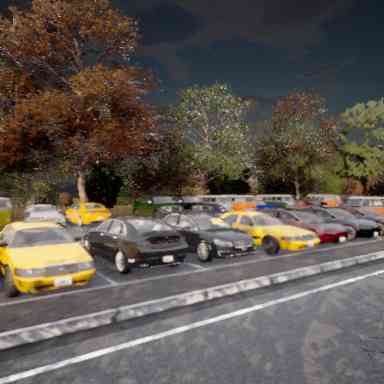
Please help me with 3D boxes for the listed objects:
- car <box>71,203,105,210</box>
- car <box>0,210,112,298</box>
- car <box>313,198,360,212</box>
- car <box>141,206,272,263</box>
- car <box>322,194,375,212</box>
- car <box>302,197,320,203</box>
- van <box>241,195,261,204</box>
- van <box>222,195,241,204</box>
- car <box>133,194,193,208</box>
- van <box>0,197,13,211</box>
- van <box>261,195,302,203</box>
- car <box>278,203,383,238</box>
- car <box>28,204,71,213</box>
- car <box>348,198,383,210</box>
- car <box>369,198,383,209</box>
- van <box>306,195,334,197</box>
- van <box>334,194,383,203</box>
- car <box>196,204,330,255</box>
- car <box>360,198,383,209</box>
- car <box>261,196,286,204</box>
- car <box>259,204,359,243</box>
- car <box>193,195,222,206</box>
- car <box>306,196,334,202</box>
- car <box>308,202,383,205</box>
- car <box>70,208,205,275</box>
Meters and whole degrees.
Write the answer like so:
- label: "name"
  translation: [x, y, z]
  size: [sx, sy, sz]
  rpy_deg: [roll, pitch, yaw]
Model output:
- label: "car"
  translation: [-7.256, 1.494, 23.075]
  size: [2.097, 1.535, 5.008]
  rpy_deg: [0, 0, -35]
- label: "car"
  translation: [-4.184, 1.495, 8.991]
  size: [1.946, 1.575, 5.366]
  rpy_deg: [0, 0, -35]
- label: "car"
  translation: [17.587, 1.575, 40.705]
  size: [2.163, 1.488, 4.792]
  rpy_deg: [1, 0, -35]
- label: "car"
  translation: [0.231, 1.497, 12.364]
  size: [2.231, 1.521, 4.892]
  rpy_deg: [0, 0, -35]
- label: "car"
  translation: [19.814, 1.317, 42.357]
  size: [2.435, 2.045, 5.566]
  rpy_deg: [1, 0, -35]
- label: "car"
  translation: [10.785, 1.525, 35.941]
  size: [2.163, 1.488, 4.792]
  rpy_deg: [0, 0, -35]
- label: "van"
  translation: [3.963, 1.264, 31.199]
  size: [1.878, 1.987, 4.442]
  rpy_deg: [0, 0, -35]
- label: "van"
  translation: [1.840, 1.265, 29.404]
  size: [1.878, 1.987, 4.442]
  rpy_deg: [0, 0, -35]
- label: "car"
  translation: [-2.726, 1.241, 26.267]
  size: [2.435, 2.045, 5.566]
  rpy_deg: [0, 0, -35]
- label: "van"
  translation: [-11.945, 1.270, 19.893]
  size: [1.878, 1.987, 4.442]
  rpy_deg: [0, 0, -35]
- label: "van"
  translation: [8.622, 1.265, 34.235]
  size: [1.878, 1.987, 4.442]
  rpy_deg: [0, 0, -36]
- label: "car"
  translation: [7.040, 1.523, 17.160]
  size: [2.163, 1.488, 4.792]
  rpy_deg: [0, 0, -35]
- label: "car"
  translation: [-9.621, 1.535, 21.405]
  size: [2.002, 1.452, 4.674]
  rpy_deg: [0, 0, -35]
- label: "car"
  translation: [24.451, 1.612, 45.390]
  size: [1.946, 1.575, 5.366]
  rpy_deg: [1, 0, -35]
- label: "car"
  translation: [28.876, 1.691, 48.727]
  size: [2.163, 1.488, 4.792]
  rpy_deg: [1, 0, -35]
- label: "van"
  translation: [15.146, 1.298, 39.147]
  size: [1.878, 1.987, 4.442]
  rpy_deg: [0, 0, -35]
- label: "van"
  translation: [11.481, 1.266, 20.496]
  size: [1.878, 1.987, 4.442]
  rpy_deg: [0, 0, -35]
- label: "car"
  translation: [2.605, 1.492, 13.816]
  size: [1.946, 1.575, 5.366]
  rpy_deg: [0, 0, -35]
- label: "car"
  translation: [26.603, 1.678, 47.144]
  size: [2.002, 1.452, 4.674]
  rpy_deg: [1, 0, -35]
- label: "car"
  translation: [6.286, 1.489, 32.713]
  size: [2.097, 1.535, 5.008]
  rpy_deg: [0, 0, -35]
- label: "car"
  translation: [4.777, 1.524, 15.552]
  size: [2.163, 1.488, 4.792]
  rpy_deg: [0, 0, -35]
- label: "car"
  translation: [-0.468, 1.240, 27.872]
  size: [2.435, 2.045, 5.566]
  rpy_deg: [0, 0, -35]
- label: "car"
  translation: [12.937, 1.536, 37.469]
  size: [2.163, 1.488, 4.792]
  rpy_deg: [0, 0, -35]
- label: "car"
  translation: [9.303, 1.522, 18.769]
  size: [2.163, 1.488, 4.792]
  rpy_deg: [0, 0, -35]
- label: "car"
  translation: [-2.025, 1.498, 10.746]
  size: [2.231, 1.521, 4.892]
  rpy_deg: [0, 0, -35]
